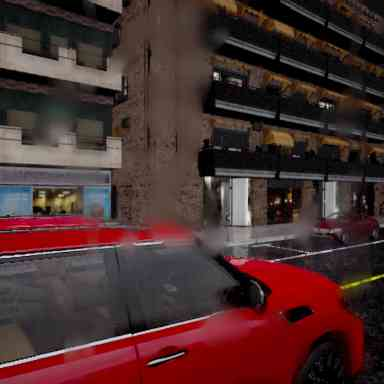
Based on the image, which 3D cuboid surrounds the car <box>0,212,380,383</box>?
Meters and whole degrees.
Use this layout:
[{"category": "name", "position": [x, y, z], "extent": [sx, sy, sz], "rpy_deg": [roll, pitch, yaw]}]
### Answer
[{"category": "car", "position": [-0.836, 1.224, 2.837], "extent": [5.566, 2.045, 2.150], "rpy_deg": [0, 0, -35]}]
